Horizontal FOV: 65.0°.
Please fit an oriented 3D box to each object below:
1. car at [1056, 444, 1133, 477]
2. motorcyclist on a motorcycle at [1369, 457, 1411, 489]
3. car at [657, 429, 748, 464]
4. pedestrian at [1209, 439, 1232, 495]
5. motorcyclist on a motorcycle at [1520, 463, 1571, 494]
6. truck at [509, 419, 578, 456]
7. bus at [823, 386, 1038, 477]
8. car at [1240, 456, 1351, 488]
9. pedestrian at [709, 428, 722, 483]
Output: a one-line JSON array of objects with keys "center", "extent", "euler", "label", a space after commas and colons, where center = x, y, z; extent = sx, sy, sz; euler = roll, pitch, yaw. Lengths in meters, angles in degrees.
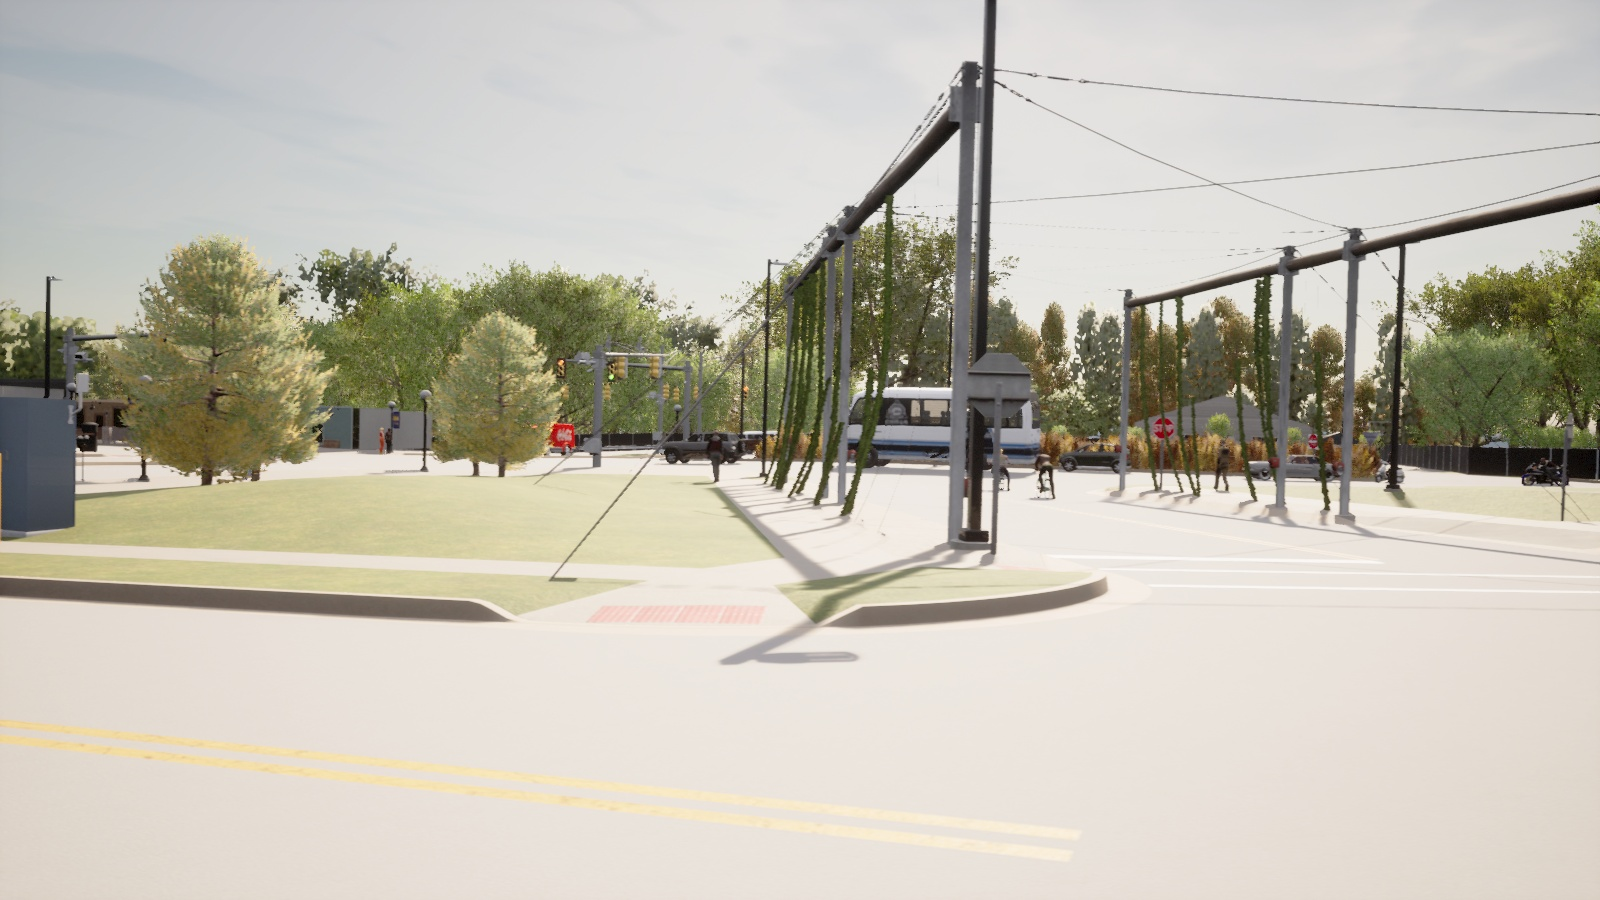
[{"center": [15.436, 0.521, 65.770], "extent": [3.705, 1.549, 1.789], "euler": [2, 2, 19], "label": "car"}, {"center": [31.028, 1.191, 66.057], "extent": [1.817, 1.590, 0.866], "euler": [2, 1, -13], "label": "motorcyclist on a motorcycle"}, {"center": [-5.360, -0.190, 69.205], "extent": [4.605, 1.855, 1.932], "euler": [1, 1, 19], "label": "car"}, {"center": [14.687, 0.592, 43.872], "extent": [0.396, 1.930, 0.692], "euler": [2, 2, -8], "label": "pedestrian"}, {"center": [39.140, 1.480, 65.975], "extent": [2.191, 1.530, 0.866], "euler": [1, 0, 23], "label": "motorcyclist on a motorcycle"}, {"center": [-18.155, -0.851, 89.120], "extent": [2.627, 2.467, 5.204], "euler": [2, 0, 15], "label": "truck"}, {"center": [6.745, -1.040, 64.944], "extent": [10.273, 4.253, 3.944], "euler": [2, 2, 19], "label": "bus"}, {"center": [24.326, 1.065, 61.764], "extent": [4.718, 1.301, 1.895], "euler": [2, 1, 8], "label": "car"}, {"center": [-2.954, 0.184, 43.790], "extent": [0.376, 1.854, 0.720], "euler": [2, 2, -5], "label": "pedestrian"}]
